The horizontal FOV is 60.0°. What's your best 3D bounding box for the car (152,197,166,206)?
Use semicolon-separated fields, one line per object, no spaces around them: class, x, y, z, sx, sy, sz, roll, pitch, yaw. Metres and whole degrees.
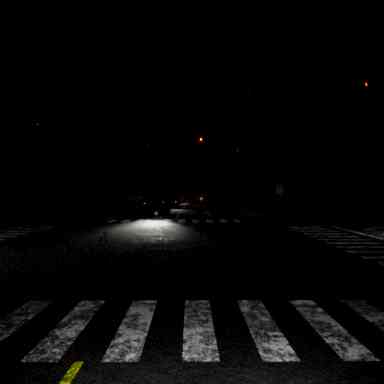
car;-5.510;1.568;56.142;1.947;1.339;4.313;0;0;0

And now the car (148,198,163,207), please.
car;-5.546;1.584;50.474;1.802;1.307;4.206;0;0;0

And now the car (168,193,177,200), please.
car;-5.296;1.306;90.151;2.192;1.841;5.009;0;0;0

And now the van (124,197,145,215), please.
van;-5.653;1.343;33.469;1.690;1.788;3.998;0;0;0

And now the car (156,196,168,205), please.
car;-5.476;1.527;61.640;1.752;1.417;4.829;0;0;0

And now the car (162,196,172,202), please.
car;-5.403;1.543;73.146;1.887;1.381;4.507;0;0;0

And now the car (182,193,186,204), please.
car;-2.610;1.478;65.820;1.882;1.535;5.008;0;0;1

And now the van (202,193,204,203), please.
van;3.015;1.343;56.094;1.690;1.788;3.998;0;0;0

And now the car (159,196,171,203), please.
car;-5.439;1.566;67.478;1.947;1.339;4.313;0;0;0

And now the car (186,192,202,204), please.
car;0.395;1.223;63.440;2.150;2.045;5.566;0;0;0

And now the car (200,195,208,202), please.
car;2.846;1.453;79.604;1.801;1.575;5.366;0;0;0

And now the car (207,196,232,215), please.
car;2.872;1.442;33.418;1.967;1.590;4.097;0;0;0

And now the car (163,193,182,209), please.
car;-2.817;1.357;45.284;2.097;1.767;4.553;0;0;1

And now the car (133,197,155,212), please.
car;-5.617;1.442;39.137;1.967;1.590;4.097;0;0;0

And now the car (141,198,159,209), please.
car;-5.582;1.568;44.806;1.947;1.339;4.313;0;0;0

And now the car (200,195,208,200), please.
car;3.230;1.557;90.110;1.947;1.339;4.313;0;0;0

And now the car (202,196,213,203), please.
car;3.087;1.551;67.433;2.008;1.369;4.403;0;0;0

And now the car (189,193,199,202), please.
car;0.459;1.186;73.800;2.097;1.767;4.553;0;0;0

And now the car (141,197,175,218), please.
car;-2.916;1.492;29.629;2.128;1.511;4.902;0;0;0

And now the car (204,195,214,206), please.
car;2.944;1.443;44.756;1.967;1.590;4.097;0;0;0
